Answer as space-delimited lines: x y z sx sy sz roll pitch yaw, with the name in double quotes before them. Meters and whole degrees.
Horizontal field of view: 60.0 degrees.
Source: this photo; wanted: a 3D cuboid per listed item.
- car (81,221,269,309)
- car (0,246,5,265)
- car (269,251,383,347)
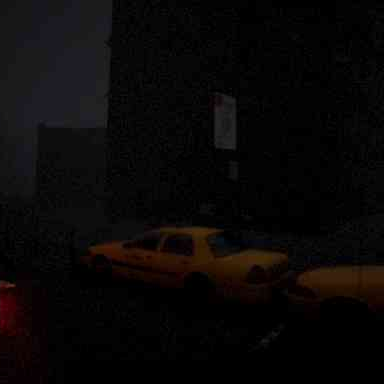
"car" -0.435 1.460 7.862 5.366 1.575 1.946 0 0 36
"car" -7.068 1.553 9.082 4.718 1.301 1.895 0 0 38
"car" 4.043 1.485 4.630 5.366 1.575 1.946 0 0 36
